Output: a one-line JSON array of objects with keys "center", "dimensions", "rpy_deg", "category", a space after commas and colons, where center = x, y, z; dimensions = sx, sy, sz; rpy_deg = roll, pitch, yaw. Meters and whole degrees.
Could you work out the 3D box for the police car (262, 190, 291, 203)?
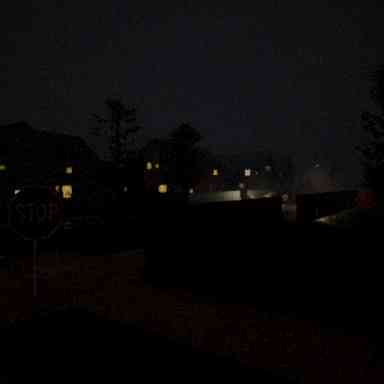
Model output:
[{"center": [9.548, 0.582, 37.772], "dimensions": [2.038, 1.542, 4.974], "rpy_deg": [0, 1, 36], "category": "police car"}]
